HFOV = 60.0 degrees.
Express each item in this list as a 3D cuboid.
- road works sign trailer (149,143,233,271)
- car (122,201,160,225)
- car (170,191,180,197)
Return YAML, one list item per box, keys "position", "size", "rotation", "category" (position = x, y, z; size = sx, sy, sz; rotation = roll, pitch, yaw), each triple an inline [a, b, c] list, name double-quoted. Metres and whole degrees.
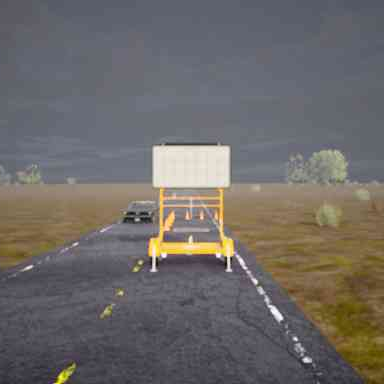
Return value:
- position: [-0.020, 0.298, 10.213]
  size: [2.380, 3.560, 2.880]
  rotation: [0, 1, 0]
  category: "road works sign trailer"
- position: [-3.142, 1.257, 21.311]
  size: [1.895, 1.301, 4.718]
  rotation: [0, 1, 0]
  category: "car"
- position: [-3.169, 0.489, 62.494]
  size: [2.128, 1.511, 4.902]
  rotation: [0, 1, 1]
  category: "car"
